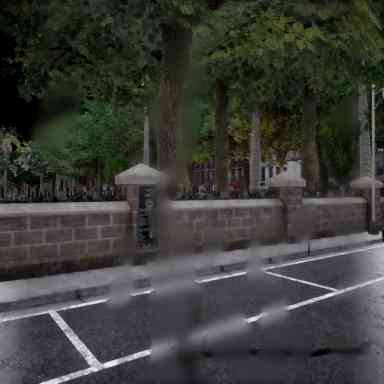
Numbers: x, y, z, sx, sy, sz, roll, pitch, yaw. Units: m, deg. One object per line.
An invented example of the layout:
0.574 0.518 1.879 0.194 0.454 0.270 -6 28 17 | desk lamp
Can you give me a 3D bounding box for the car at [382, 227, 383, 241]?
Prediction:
9.760 1.310 13.509 5.009 1.841 2.192 0 0 -36 | car
